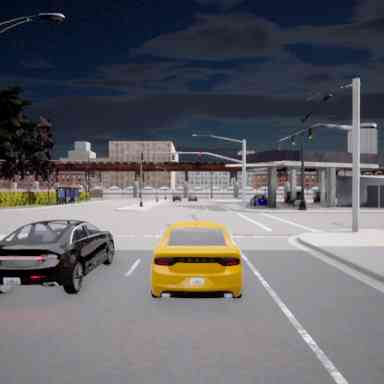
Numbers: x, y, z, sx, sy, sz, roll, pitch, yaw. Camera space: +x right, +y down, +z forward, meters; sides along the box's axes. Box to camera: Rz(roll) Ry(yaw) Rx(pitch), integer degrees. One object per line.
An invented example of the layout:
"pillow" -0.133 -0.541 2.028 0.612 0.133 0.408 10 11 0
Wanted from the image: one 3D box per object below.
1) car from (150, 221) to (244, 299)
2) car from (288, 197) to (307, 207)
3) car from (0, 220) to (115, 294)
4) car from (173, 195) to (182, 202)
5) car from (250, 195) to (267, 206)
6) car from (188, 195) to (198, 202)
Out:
"car" 0.107 1.467 8.516 1.882 1.535 5.008 0 0 0
"car" 15.603 1.420 49.526 1.970 1.475 3.806 0 0 1
"car" -3.392 1.473 8.735 2.128 1.511 4.902 0 0 0
"car" -3.282 1.379 73.494 1.837 1.490 4.892 0 0 0
"car" 9.856 1.248 48.780 2.242 1.667 4.611 0 0 1
"car" 0.218 1.438 73.484 1.994 1.385 4.181 0 0 0
